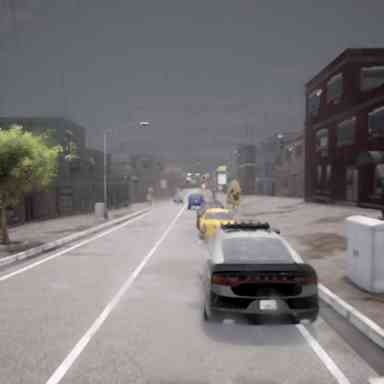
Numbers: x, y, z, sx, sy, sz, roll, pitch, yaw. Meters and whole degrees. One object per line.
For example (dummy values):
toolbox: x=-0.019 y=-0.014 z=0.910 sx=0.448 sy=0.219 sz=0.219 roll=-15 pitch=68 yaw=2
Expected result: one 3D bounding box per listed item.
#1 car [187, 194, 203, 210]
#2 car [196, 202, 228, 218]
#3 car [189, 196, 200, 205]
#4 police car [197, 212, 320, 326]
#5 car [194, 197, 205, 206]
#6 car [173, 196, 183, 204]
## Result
car: x=0.580 y=1.242 z=44.607 sx=2.150 sy=2.045 sz=5.566 roll=0 pitch=0 yaw=1
car: x=1.285 y=1.553 z=17.594 sx=1.801 sy=1.575 sz=5.366 roll=0 pitch=0 yaw=1
car: x=0.386 y=1.503 z=58.091 sx=1.812 sy=1.442 sz=4.674 roll=0 pitch=0 yaw=0
police car: x=1.162 y=1.485 z=7.511 sx=1.930 sy=1.638 sz=5.238 roll=0 pitch=0 yaw=1
car: x=1.355 y=1.447 z=23.378 sx=2.097 sy=1.767 sz=4.553 roll=0 pitch=0 yaw=1
car: x=-2.652 y=1.480 z=64.788 sx=1.837 sy=1.490 sz=4.892 roll=0 pitch=0 yaw=1
